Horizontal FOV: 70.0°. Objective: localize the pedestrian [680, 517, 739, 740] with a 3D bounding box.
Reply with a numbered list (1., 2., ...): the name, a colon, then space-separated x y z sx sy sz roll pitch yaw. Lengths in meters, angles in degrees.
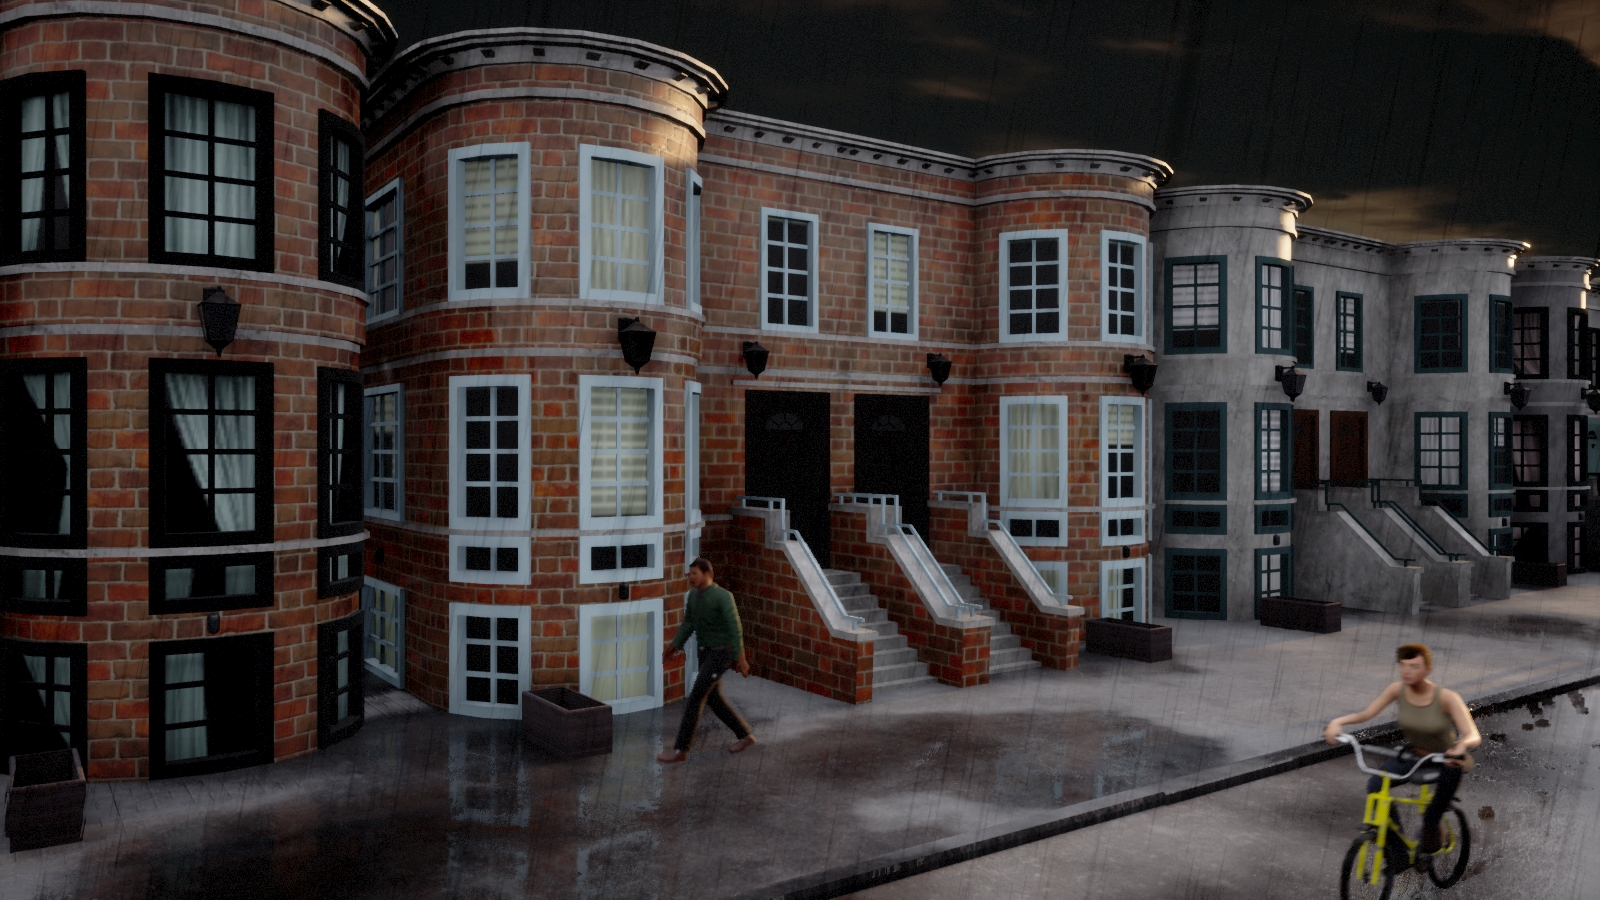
1. pedestrian: -0.788 1.524 9.913 0.375 1.860 0.375 0 0 -34
